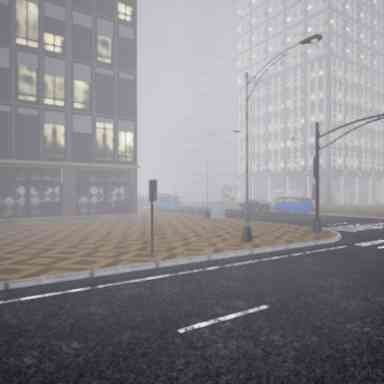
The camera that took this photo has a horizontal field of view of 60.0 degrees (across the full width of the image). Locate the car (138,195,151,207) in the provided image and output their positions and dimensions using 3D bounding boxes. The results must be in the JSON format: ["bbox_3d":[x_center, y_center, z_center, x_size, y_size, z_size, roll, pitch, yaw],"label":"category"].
[{"bbox_3d":[-6.970,1.513,50.227,1.994,1.385,4.181,0,0,-34],"label":"car"}]

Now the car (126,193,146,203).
[{"bbox_3d":[-11.316,1.179,66.939,2.192,1.841,5.009,0,0,-34],"label":"car"}]

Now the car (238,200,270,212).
[{"bbox_3d":[7.329,1.562,39.430,1.887,1.381,4.507,0,0,-34],"label":"car"}]

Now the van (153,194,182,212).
[{"bbox_3d":[-2.733,1.347,39.304,1.690,1.788,3.998,0,0,-34],"label":"van"}]

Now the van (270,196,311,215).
[{"bbox_3d":[10.508,1.383,34.894,1.690,1.788,3.998,0,0,-34],"label":"van"}]

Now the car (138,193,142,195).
[{"bbox_3d":[-8.212,1.434,62.351,1.887,1.381,4.507,0,0,-34],"label":"car"}]

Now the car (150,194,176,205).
[{"bbox_3d":[-5.107,1.230,57.763,2.192,1.841,5.009,0,0,-34],"label":"car"}]
